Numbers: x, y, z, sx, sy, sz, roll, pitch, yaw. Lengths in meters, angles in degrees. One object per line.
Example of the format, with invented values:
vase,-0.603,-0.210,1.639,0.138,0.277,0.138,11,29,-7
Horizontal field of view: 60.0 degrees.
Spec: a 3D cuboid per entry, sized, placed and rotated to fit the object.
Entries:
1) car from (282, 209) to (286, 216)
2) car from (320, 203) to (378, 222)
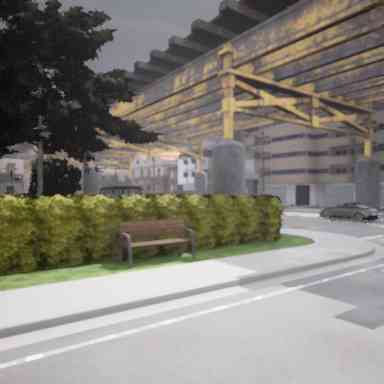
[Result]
car,5.877,1.600,29.330,1.895,1.301,4.718,0,0,-35
car,12.425,1.563,26.496,1.994,1.385,4.181,0,0,-35
